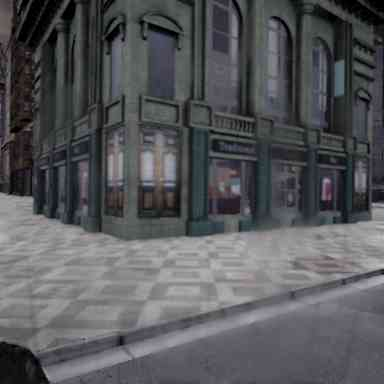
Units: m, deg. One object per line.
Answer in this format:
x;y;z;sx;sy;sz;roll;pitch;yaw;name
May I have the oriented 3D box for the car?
-2.756;1.543;1.413;4.181;1.385;1.994;1;-1;-35;car
